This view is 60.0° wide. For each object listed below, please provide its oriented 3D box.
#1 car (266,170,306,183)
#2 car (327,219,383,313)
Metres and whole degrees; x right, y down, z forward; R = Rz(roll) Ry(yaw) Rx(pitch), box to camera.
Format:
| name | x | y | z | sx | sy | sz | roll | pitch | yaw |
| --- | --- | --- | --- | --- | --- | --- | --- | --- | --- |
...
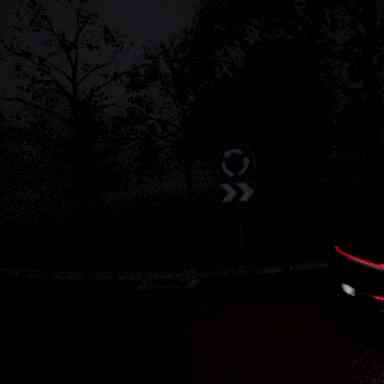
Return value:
| name | x | y | z | sx | sy | sz | roll | pitch | yaw |
| --- | --- | --- | --- | --- | --- | --- | --- | --- | --- |
| car | 11.690 | -1.951 | 41.564 | 4.902 | 1.511 | 2.128 | -2 | 4 | 38 |
| car | 4.517 | 0.880 | 4.898 | 4.902 | 1.511 | 2.128 | -6 | 4 | -8 |
